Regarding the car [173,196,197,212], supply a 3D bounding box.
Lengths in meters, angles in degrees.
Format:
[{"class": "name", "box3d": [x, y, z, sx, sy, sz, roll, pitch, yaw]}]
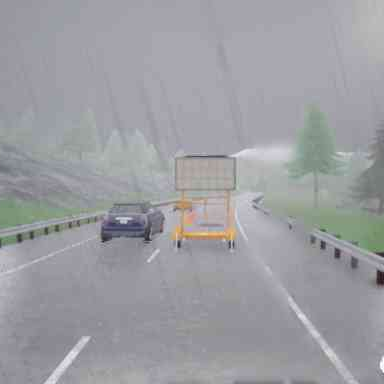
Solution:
[{"class": "car", "box3d": [-0.632, 1.164, 34.082, 1.882, 1.535, 5.008, 0, 0, 8]}]

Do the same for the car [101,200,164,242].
[{"class": "car", "box3d": [-2.601, 1.208, 15.566, 2.097, 1.767, 4.553, 0, 1, 4]}]

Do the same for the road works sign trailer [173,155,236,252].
[{"class": "road works sign trailer", "box3d": [0.543, 0.341, 13.341, 2.380, 3.560, 2.880, 0, 1, 5]}]
